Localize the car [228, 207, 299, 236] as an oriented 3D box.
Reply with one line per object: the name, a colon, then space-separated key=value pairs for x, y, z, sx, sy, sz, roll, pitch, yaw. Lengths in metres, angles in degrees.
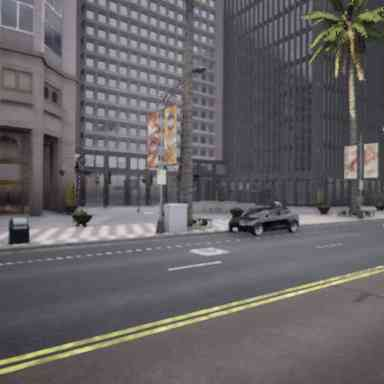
car: x=4.284 y=1.649 z=19.457 sx=4.786 sy=1.482 sz=2.161 roll=1 pitch=0 yaw=-36
